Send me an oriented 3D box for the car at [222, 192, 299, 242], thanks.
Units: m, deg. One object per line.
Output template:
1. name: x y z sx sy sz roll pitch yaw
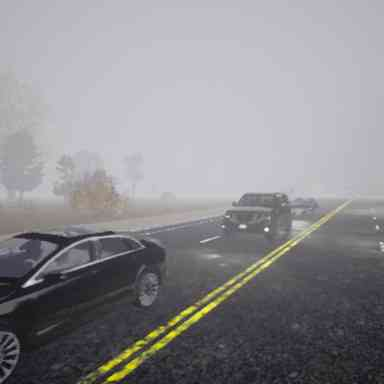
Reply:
1. car: 3.322 1.024 15.804 2.150 2.045 5.566 1 1 27

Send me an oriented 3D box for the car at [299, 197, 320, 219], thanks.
1. car: 8.971 1.196 26.482 2.128 1.511 4.902 1 1 28

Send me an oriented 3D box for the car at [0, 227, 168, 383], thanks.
1. car: -2.223 1.383 5.289 2.128 1.511 4.902 1 1 28
